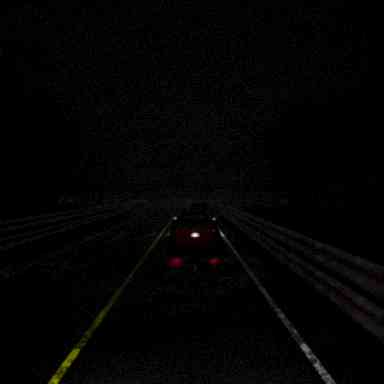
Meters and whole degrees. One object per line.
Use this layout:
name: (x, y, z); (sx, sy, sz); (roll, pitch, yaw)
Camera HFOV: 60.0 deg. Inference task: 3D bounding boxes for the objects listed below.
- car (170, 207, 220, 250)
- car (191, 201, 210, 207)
car: (0.116, 1.565, 14.335); (1.994, 1.385, 4.181); (1, 0, 0)
car: (0.929, 1.770, 37.832); (2.128, 1.511, 4.902); (0, -1, 7)
